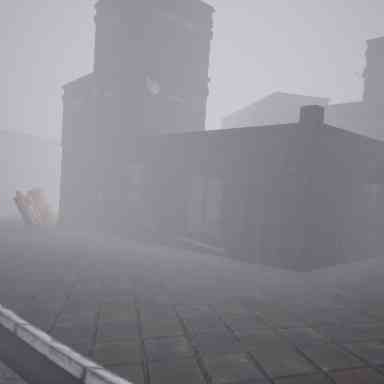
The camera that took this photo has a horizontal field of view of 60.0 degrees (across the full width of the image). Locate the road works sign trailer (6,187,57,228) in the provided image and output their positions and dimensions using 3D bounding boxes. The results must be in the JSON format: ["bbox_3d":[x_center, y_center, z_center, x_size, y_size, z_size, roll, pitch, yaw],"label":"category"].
[{"bbox_3d":[-10.518,1.181,21.013,2.880,2.380,3.560,-26,7,-18],"label":"road works sign trailer"}]
